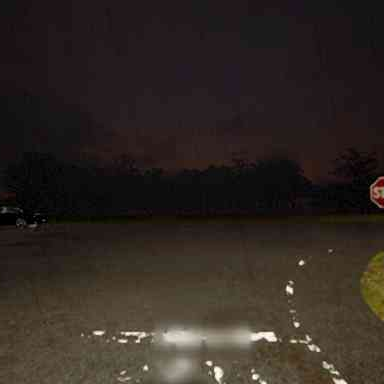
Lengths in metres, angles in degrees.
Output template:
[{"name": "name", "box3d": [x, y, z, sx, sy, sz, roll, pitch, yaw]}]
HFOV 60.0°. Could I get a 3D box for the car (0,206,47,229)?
[{"name": "car", "box3d": [-12.178, 1.689, 21.927, 4.902, 1.511, 2.128, -1, -3, 1]}]
